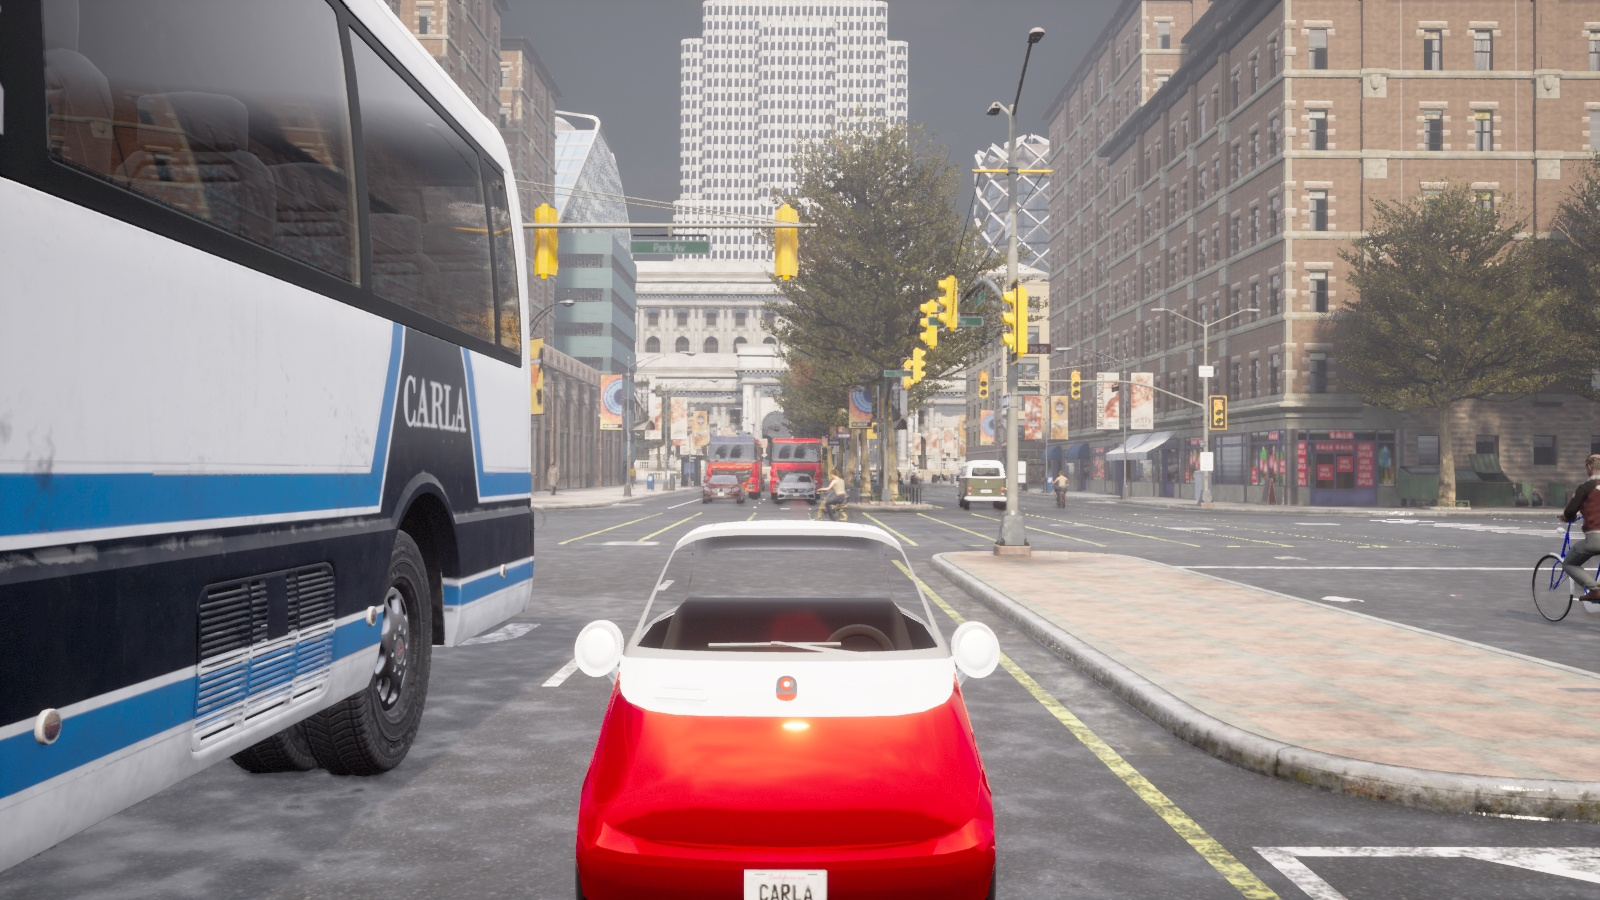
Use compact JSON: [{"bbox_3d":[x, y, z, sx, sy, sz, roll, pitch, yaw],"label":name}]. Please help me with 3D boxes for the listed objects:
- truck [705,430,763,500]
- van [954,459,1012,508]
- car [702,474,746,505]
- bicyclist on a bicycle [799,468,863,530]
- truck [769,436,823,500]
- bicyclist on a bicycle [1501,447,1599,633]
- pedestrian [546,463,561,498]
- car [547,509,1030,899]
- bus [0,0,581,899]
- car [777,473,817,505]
[{"bbox_3d":[-3.707,0.880,72.521,2.891,3.827,8.468,0,-1,0],"label":"truck"},{"bbox_3d":[7.792,1.410,53.906,2.069,2.038,4.480,0,-1,3],"label":"van"},{"bbox_3d":[-3.653,1.877,61.008,1.812,1.442,4.674,0,-1,1],"label":"car"},{"bbox_3d":[0.835,1.316,33.940,1.509,1.612,0.866,-1,0,42],"label":"bicyclist on a bicycle"},{"bbox_3d":[-0.204,1.037,71.874,2.891,3.462,7.936,0,-1,0],"label":"truck"},{"bbox_3d":[7.942,0.866,12.700,0.659,1.776,1.843,0,-1,0],"label":"bicyclist on a bicycle"},{"bbox_3d":[-13.730,1.697,69.908,0.659,1.952,0.873,0,-1,0],"label":"pedestrian"},{"bbox_3d":[-0.039,0.953,4.966,1.481,1.376,2.207,0,-1,0],"label":"car"},{"bbox_3d":[-3.542,-0.482,3.917,3.944,4.253,10.273,0,-1,0],"label":"bus"},{"bbox_3d":[-0.118,1.859,60.803,1.812,1.442,4.674,0,-1,1],"label":"car"}]
